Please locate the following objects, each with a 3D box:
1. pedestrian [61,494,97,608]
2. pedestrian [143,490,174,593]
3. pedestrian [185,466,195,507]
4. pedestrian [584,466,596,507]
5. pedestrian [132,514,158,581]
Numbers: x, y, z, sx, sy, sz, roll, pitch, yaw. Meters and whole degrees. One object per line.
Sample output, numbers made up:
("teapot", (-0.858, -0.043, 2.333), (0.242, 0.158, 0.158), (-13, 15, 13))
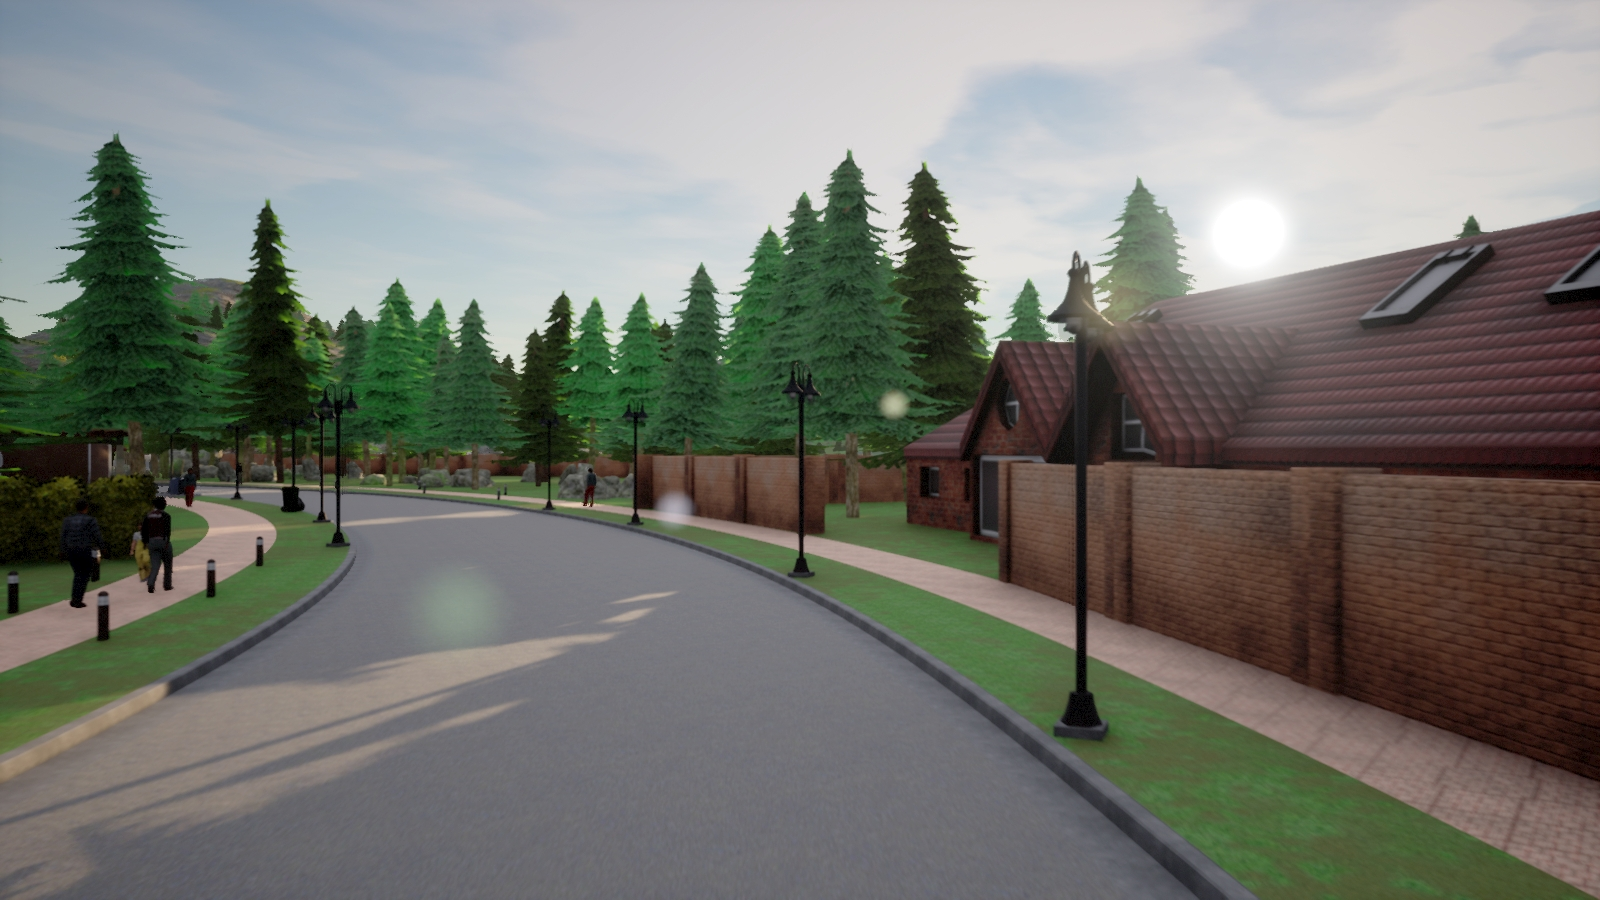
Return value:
("pedestrian", (-11.942, 1.665, 18.929), (0.375, 1.860, 0.375), (0, 0, -7))
("pedestrian", (-11.765, 1.665, 20.945), (0.375, 1.860, 0.375), (0, 0, -5))
("pedestrian", (-27.736, 1.668, 51.941), (0.375, 1.860, 0.375), (0, 0, -35))
("pedestrian", (-9.635, 1.671, 52.432), (0.375, 1.860, 0.375), (0, 0, -42))
("pedestrian", (-13.125, 1.945, 22.899), (0.375, 1.300, 0.375), (0, 0, -14))
